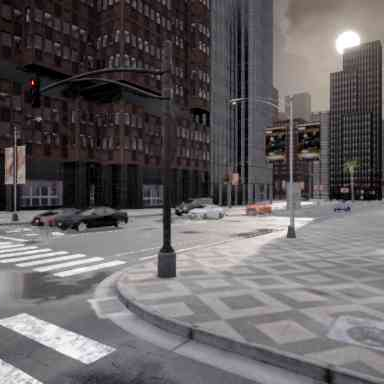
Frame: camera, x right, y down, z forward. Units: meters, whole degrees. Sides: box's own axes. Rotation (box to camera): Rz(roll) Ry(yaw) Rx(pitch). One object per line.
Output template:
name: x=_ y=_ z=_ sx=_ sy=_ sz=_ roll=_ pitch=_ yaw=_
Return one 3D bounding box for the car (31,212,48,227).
car: x=-9.127 y=1.787 z=23.686 sx=1.994 sy=1.385 sz=4.181 roll=0 pitch=-1 yaw=35

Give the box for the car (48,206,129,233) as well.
car: x=-6.420 y=1.707 z=21.883 sx=1.882 sy=1.535 sz=5.008 roll=0 pitch=-1 yaw=36

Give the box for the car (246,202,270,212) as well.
car: x=10.049 y=2.271 z=50.657 sx=1.994 sy=1.385 sz=4.181 roll=0 pitch=-1 yaw=36

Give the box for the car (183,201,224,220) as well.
car: x=1.450 y=1.952 z=33.009 sx=1.812 sy=1.442 sz=4.674 roll=0 pitch=-1 yaw=35

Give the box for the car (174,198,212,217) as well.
car: x=0.387 y=1.686 z=37.127 sx=2.150 sy=2.045 sz=5.566 roll=0 pitch=-1 yaw=35

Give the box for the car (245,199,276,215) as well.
car: x=8.679 y=1.962 z=43.183 sx=2.097 sy=1.767 sz=4.553 roll=0 pitch=-1 yaw=36

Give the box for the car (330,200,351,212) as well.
car: x=24.268 y=2.428 z=53.660 sx=2.033 sy=1.411 sz=5.357 roll=0 pitch=-1 yaw=34
